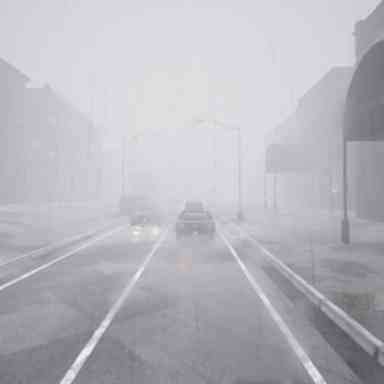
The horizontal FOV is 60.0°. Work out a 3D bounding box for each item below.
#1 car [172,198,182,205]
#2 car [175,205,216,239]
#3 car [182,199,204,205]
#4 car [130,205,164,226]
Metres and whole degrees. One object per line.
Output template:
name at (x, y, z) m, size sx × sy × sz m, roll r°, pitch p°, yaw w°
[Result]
car at (-2.769, 1.771, 64.870) m, size 1.895 × 1.301 × 4.718 m, roll 0°, pitch 0°, yaw 1°
car at (0.163, 1.597, 17.421) m, size 1.895 × 1.301 × 4.718 m, roll 0°, pitch 0°, yaw 0°
car at (0.231, 1.512, 35.722) m, size 1.882 × 1.535 × 5.008 m, roll 0°, pitch 0°, yaw 0°
car at (-3.014, 1.566, 23.059) m, size 1.994 × 1.385 × 4.181 m, roll 0°, pitch 0°, yaw 0°
